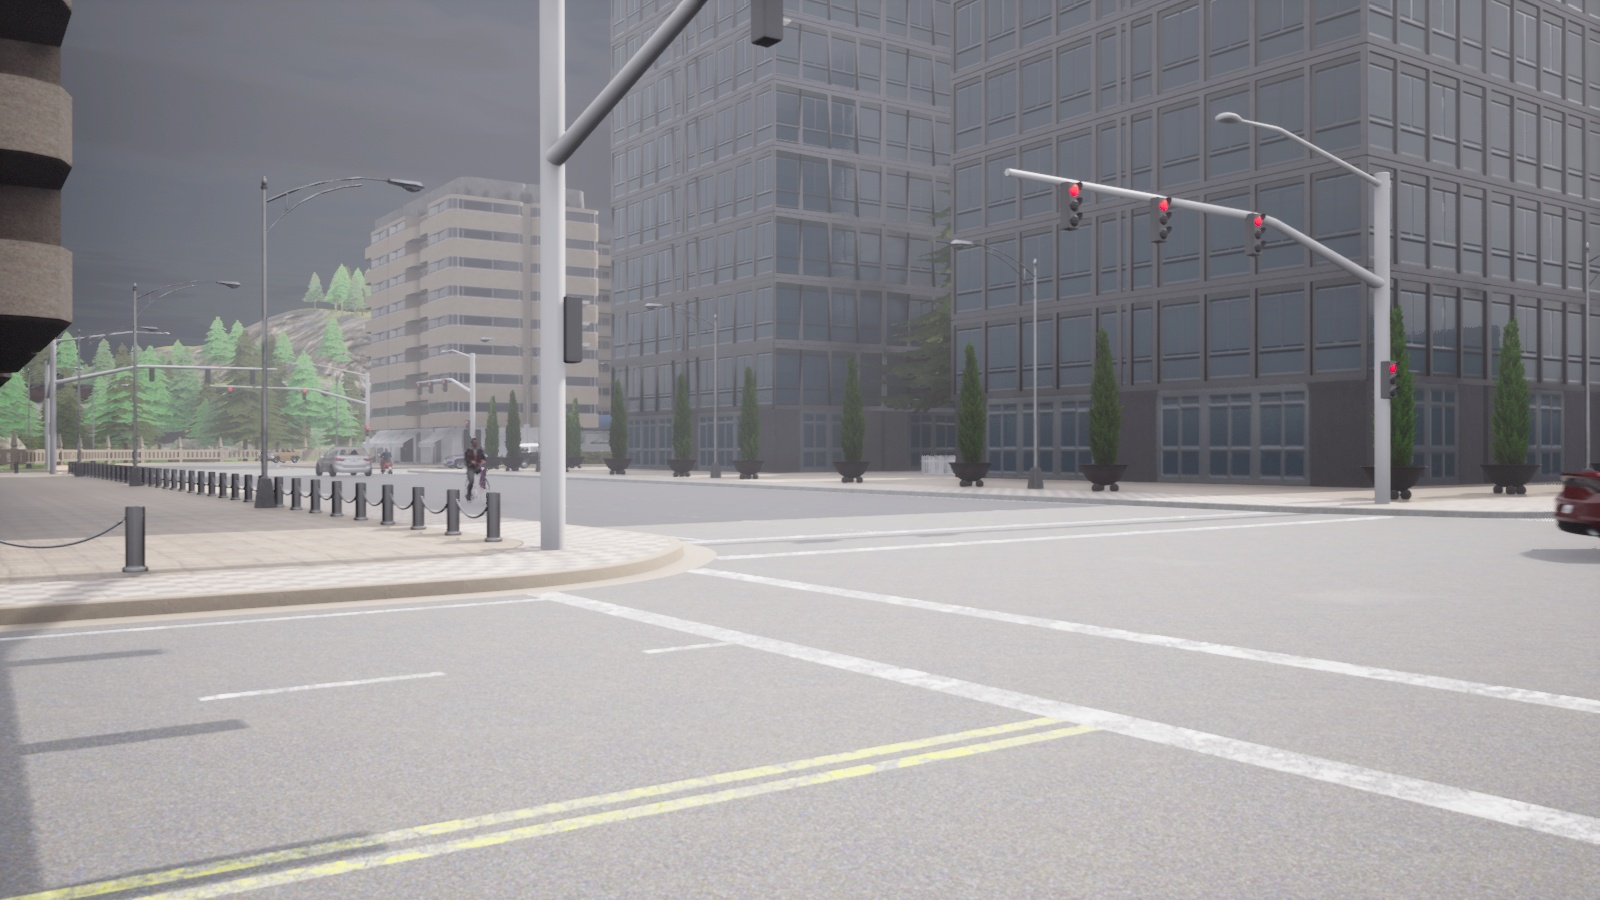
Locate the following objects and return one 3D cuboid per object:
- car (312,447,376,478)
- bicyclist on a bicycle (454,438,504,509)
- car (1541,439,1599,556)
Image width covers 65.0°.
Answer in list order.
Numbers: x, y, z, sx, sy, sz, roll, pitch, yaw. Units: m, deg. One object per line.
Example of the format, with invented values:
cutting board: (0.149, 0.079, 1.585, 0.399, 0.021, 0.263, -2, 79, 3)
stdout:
car: (-25.527, 0.667, 70.224, 2.242, 1.667, 4.611, 0, 0, -35)
bicyclist on a bicycle: (-8.375, 0.601, 32.684, 0.659, 1.776, 1.843, 0, 0, -34)
car: (13.114, 0.608, 16.957, 5.008, 1.535, 1.882, 0, 0, 11)
